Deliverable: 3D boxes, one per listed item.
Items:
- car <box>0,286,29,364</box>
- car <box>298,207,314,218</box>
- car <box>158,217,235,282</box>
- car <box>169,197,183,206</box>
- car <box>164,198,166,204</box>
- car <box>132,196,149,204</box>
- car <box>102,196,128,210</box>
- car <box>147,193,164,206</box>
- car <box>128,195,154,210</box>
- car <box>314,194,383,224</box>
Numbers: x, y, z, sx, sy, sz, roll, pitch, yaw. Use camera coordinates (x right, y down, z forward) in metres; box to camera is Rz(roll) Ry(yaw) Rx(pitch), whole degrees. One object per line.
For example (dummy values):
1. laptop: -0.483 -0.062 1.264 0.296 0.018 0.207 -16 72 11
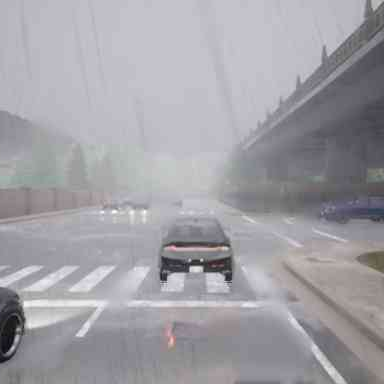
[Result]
1. car: -3.397 1.559 3.199 1.994 1.385 4.181 0 0 0
2. car: 11.610 1.508 27.283 5.357 1.411 2.033 0 0 1
3. car: 0.114 1.477 9.701 2.128 1.511 4.902 0 0 0
4. car: -2.526 1.490 51.421 1.994 1.385 4.181 0 0 1
5. car: -5.973 1.475 62.205 1.994 1.385 4.181 0 0 2
6. car: -9.488 1.459 61.670 2.033 1.411 5.357 0 0 2
7. car: -9.874 1.444 42.068 1.837 1.490 4.892 0 0 1
8. car: -6.195 1.146 52.231 2.150 2.045 5.566 0 0 1
9. car: -6.368 1.444 42.379 1.837 1.490 4.892 0 0 1
10. car: 12.076 1.188 23.781 5.566 2.045 2.150 0 0 0
